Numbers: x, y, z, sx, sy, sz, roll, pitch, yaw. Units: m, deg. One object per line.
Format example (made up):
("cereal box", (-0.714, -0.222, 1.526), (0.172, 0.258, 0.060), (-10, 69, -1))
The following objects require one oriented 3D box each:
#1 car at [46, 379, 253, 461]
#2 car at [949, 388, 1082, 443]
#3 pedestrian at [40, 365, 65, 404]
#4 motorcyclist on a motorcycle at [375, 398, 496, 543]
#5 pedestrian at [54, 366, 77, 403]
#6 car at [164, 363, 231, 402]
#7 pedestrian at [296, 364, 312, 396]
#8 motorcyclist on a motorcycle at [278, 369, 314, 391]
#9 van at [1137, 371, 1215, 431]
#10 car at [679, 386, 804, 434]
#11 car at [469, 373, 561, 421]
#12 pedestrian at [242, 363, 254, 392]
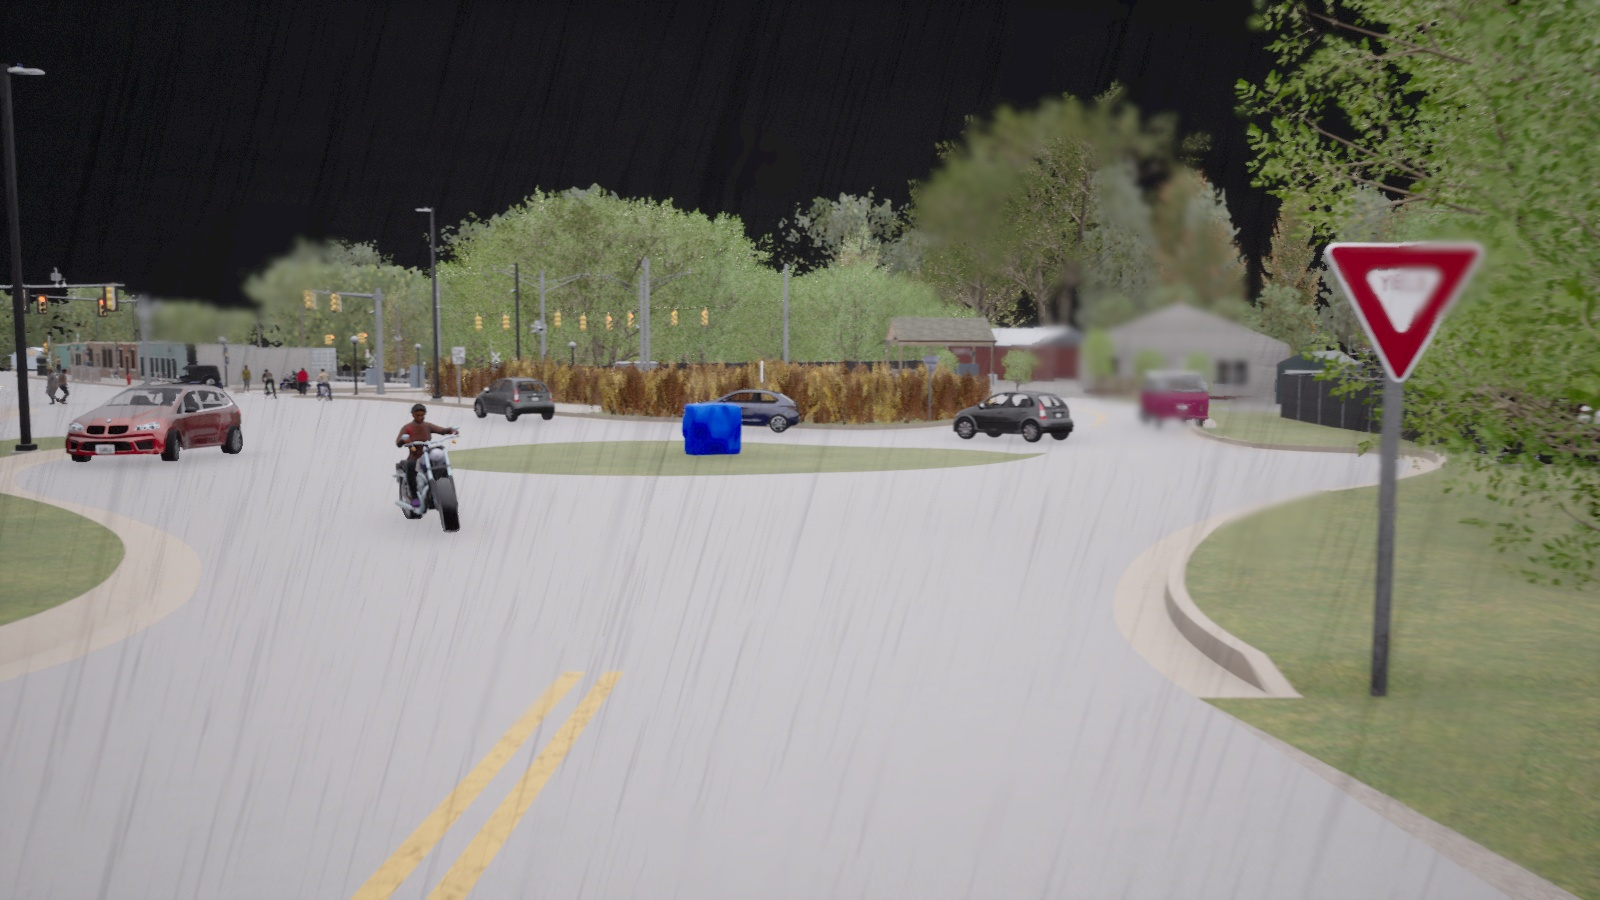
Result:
("car", (-14.386, -0.736, 28.162), (2.242, 1.667, 4.611), (0, 3, -1))
("car", (6.991, -1.174, 41.055), (1.851, 1.617, 3.988), (-4, 5, -42))
("pedestrian", (-37.926, -3.332, 63.717), (0.659, 1.952, 0.873), (5, 8, 43))
("motorcyclist on a motorcycle", (-4.758, 0.200, 16.261), (0.766, 1.649, 2.350), (-6, 6, -32))
("pedestrian", (-36.570, -3.267, 62.553), (0.328, 1.805, 0.869), (4, 7, 37))
("car", (-30.756, -3.466, 64.071), (1.905, 1.878, 3.866), (-5, 6, -44))
("pedestrian", (-29.816, -4.200, 75.463), (0.634, 1.844, 0.899), (-3, 7, -33))
("motorcyclist on a motorcycle", (-35.774, -4.961, 89.164), (2.191, 1.530, 0.866), (-2, 4, -44))
("van", (13.572, -1.828, 45.548), (1.775, 1.987, 4.442), (0, 4, 4))
("car", (-2.039, -1.439, 44.605), (4.193, 1.474, 1.816), (2, 5, 5))
("car", (-10.973, -2.062, 48.189), (1.851, 1.617, 3.988), (-4, 7, -38))
("pedestrian", (-35.214, -4.637, 80.121), (0.431, 1.840, 0.709), (-4, 7, -41))
